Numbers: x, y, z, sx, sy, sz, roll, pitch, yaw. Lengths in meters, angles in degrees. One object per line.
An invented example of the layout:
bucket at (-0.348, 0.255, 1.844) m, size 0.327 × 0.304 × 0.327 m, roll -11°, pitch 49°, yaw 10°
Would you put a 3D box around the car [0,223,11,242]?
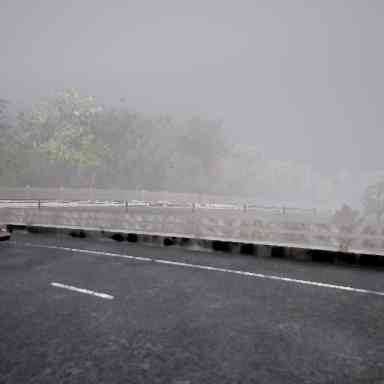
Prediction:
car at (-9.916, 1.561, 13.817) m, size 5.357 × 1.411 × 2.033 m, roll 0°, pitch 0°, yaw 27°
